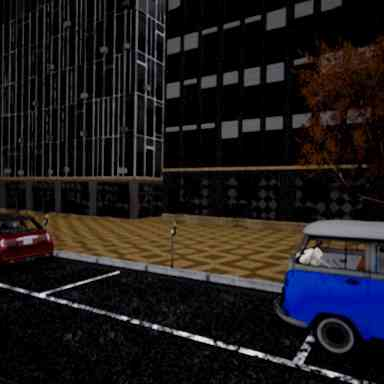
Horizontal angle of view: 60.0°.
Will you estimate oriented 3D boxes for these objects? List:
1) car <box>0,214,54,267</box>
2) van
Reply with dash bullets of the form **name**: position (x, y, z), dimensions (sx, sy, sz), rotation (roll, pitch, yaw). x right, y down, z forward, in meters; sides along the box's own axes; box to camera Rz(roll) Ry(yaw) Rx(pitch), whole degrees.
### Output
- **car**: position (-6.298, 1.428, 10.446), dimensions (4.097, 1.590, 1.967), rotation (0, 1, 32)
- **van**: position (3.262, 1.339, 4.516), dimensions (3.998, 1.788, 1.690), rotation (0, 1, 32)
